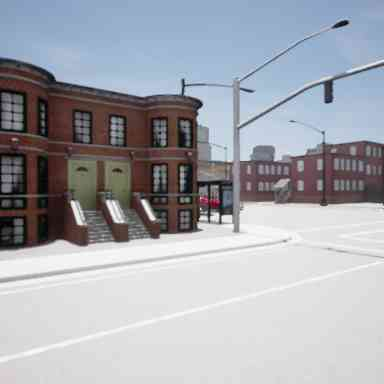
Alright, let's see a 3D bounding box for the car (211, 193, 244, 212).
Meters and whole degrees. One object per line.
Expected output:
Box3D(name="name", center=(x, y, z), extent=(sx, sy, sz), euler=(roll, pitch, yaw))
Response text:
Box3D(name="car", center=(3.137, 1.161, 35.828), extent=(2.150, 2.045, 5.566), euler=(0, 0, -35))
